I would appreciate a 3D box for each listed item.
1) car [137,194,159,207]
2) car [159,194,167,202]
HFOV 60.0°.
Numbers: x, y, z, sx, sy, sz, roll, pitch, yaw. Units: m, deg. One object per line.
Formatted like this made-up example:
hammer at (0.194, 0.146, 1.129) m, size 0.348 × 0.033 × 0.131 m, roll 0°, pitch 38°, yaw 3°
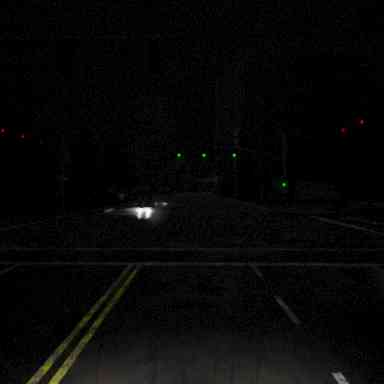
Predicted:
car at (-6.043, 1.222, 44.097) m, size 2.128 × 1.511 × 4.902 m, roll 0°, pitch 1°, yaw 1°
car at (-5.713, 1.108, 61.404) m, size 1.882 × 1.535 × 5.008 m, roll 0°, pitch 0°, yaw 1°
